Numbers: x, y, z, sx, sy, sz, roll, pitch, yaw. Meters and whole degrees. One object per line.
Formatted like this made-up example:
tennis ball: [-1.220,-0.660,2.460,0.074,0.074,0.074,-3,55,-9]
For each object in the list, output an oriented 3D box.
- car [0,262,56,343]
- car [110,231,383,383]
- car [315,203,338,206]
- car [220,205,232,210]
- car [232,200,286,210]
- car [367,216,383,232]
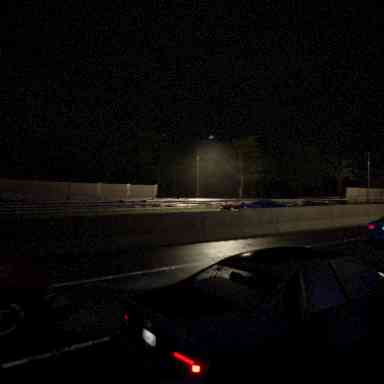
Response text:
car: [-4.571,1.601,4.785,4.718,1.301,1.895,0,0,-36]
car: [1.597,1.548,4.887,5.357,1.411,2.033,0,0,-35]
car: [11.810,1.628,29.607,4.718,1.301,1.895,0,0,-35]
car: [5.084,1.621,33.412,4.718,1.301,1.895,0,0,-35]
car: [6.364,1.496,30.026,5.008,1.535,1.882,0,0,-35]
car: [10.075,1.558,15.234,5.357,1.411,2.033,0,0,-36]
